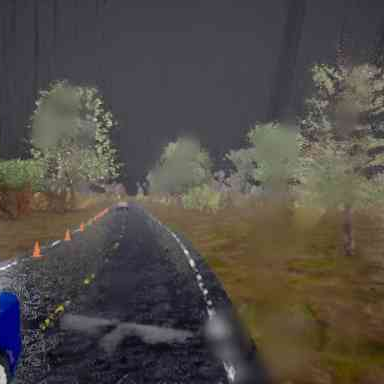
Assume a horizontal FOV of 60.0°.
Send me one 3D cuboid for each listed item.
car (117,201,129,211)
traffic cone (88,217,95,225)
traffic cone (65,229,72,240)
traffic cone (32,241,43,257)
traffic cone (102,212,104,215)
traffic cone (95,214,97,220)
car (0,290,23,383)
[{"bbox_3d":[-11.146,2.266,53.725,1.882,1.535,5.008,0,-1,-12],"label":"car"},{"bbox_3d":[-8.301,2.357,27.117,0.340,0.580,0.340,0,-1,-11],"label":"traffic cone"},{"bbox_3d":[-6.501,2.215,17.399,0.340,0.580,0.340,0,-1,-9],"label":"traffic cone"},{"bbox_3d":[-5.855,2.145,12.549,0.340,0.580,0.340,0,-1,-6],"label":"traffic cone"},{"bbox_3d":[-10.234,2.503,36.928,0.340,0.580,0.340,0,-1,-11],"label":"traffic cone"},{"bbox_3d":[-9.267,2.430,32.022,0.340,0.580,0.340,0,-1,-11],"label":"traffic cone"},{"bbox_3d":[-2.791,1.510,1.710,1.882,1.535,5.008,0,-1,-2],"label":"car"}]
